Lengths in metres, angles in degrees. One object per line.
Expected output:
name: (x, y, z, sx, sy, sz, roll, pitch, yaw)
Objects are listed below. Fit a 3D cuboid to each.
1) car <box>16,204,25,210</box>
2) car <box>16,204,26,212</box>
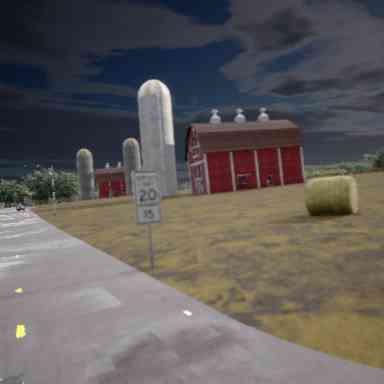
car: (-43.829, 3.757, 84.873, 1.994, 1.385, 4.181, -4, 1, -28)
car: (-39.036, 3.742, 75.955, 1.895, 1.301, 4.718, -4, 1, -28)
